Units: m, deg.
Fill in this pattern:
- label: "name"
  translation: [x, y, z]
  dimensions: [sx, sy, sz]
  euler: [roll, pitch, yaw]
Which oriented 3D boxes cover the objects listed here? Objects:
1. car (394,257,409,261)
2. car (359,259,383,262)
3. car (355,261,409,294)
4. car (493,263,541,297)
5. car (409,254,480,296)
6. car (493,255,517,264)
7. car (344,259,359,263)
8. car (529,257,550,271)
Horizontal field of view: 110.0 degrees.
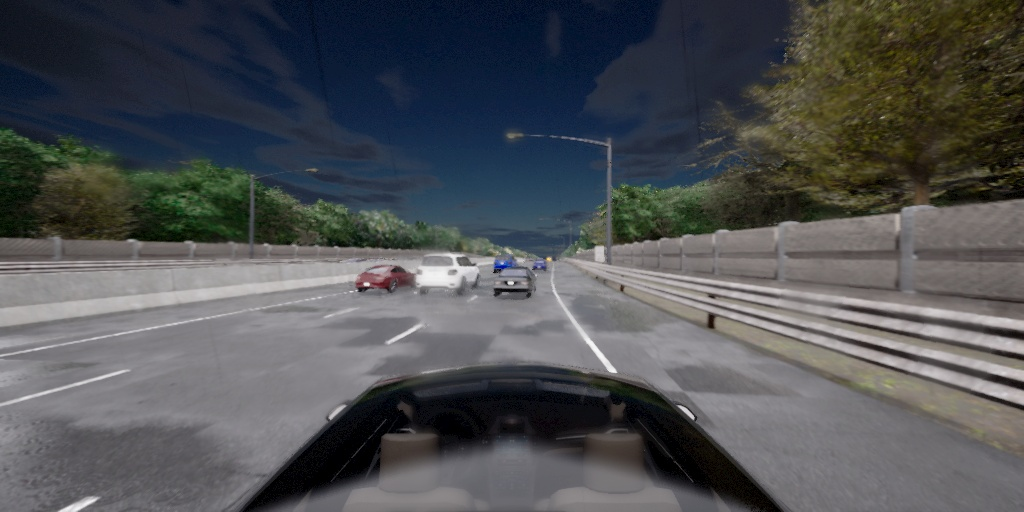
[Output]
- label: "car"
  translation: [-14.108, 0.909, 46.600]
  dimensions: [2.097, 1.767, 4.553]
  euler: [0, 0, 7]
- label: "car"
  translation: [-17.610, 1.096, 46.796]
  dimensions: [1.994, 1.385, 4.181]
  euler: [0, 0, 7]
- label: "car"
  translation: [-6.712, 1.193, 19.515]
  dimensions: [1.812, 1.442, 4.674]
  euler: [0, 0, 7]
- label: "car"
  translation: [0.241, 1.264, 18.686]
  dimensions: [2.033, 1.411, 5.357]
  euler: [0, 0, 7]
- label: "car"
  translation: [-3.232, 0.914, 19.104]
  dimensions: [2.150, 2.045, 5.566]
  euler: [0, 0, 7]
- label: "car"
  translation: [-0.715, 0.884, 40.176]
  dimensions: [2.150, 2.045, 5.566]
  euler: [0, 0, 7]
- label: "car"
  translation: [-20.943, 1.055, 48.238]
  dimensions: [2.033, 1.411, 5.357]
  euler: [0, 0, 7]
- label: "car"
  translation: [3.709, 1.196, 47.691]
  dimensions: [1.812, 1.442, 4.674]
  euler: [0, 0, 7]
